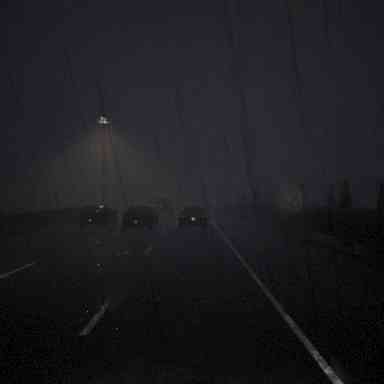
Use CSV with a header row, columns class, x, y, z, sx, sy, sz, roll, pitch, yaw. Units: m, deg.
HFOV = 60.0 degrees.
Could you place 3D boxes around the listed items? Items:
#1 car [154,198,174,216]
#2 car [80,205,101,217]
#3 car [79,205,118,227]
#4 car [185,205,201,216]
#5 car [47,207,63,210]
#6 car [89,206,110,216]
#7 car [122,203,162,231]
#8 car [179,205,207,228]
class,x,y,z,sx,sy,sz,roll,pitch,yaw
car,-3.430,1.815,40.008,2.150,2.045,5.566,0,-3,0
car,-17.588,3.389,57.796,2.097,1.767,4.553,0,-6,1
car,-6.921,1.746,24.968,2.128,1.511,4.902,0,-1,0
car,0.065,2.273,41.606,1.895,1.301,4.718,0,-3,0
car,-21.093,2.987,52.023,2.033,1.411,5.357,0,-5,1
car,-14.108,2.954,51.094,1.895,1.301,4.718,0,-5,0
car,-3.418,1.709,22.662,1.882,1.535,5.008,0,-1,0
car,0.080,1.813,24.485,1.994,1.385,4.181,0,-1,0
